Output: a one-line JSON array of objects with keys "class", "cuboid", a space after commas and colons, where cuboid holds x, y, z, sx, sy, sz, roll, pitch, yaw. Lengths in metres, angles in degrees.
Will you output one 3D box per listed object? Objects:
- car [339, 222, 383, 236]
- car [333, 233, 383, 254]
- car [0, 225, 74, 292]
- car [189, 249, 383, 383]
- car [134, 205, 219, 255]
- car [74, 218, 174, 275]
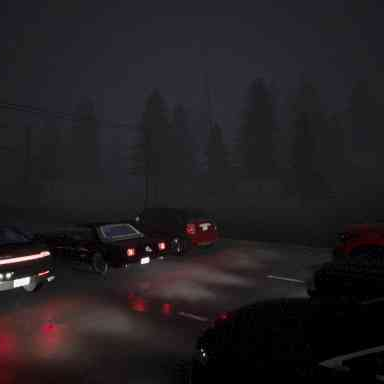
[{"class": "car", "cuboid": [6.422, 1.221, 8.013, 5.566, 2.045, 2.150, 0, 0, 35]}, {"class": "car", "cuboid": [4.362, 1.601, 5.184, 4.718, 1.301, 1.895, 0, 0, 35]}, {"class": "car", "cuboid": [-5.196, 1.492, 7.692, 4.902, 1.511, 2.128, 0, 0, 35]}, {"class": "car", "cuboid": [2.208, 1.492, 2.401, 4.902, 1.511, 2.128, 0, 0, 36]}, {"class": "car", "cuboid": [-1.246, 1.352, 13.474, 4.553, 1.767, 2.097, 0, 0, 36]}, {"class": "car", "cuboid": [-3.067, 1.601, 10.469, 4.718, 1.301, 1.895, 0, 0, 37]}]
